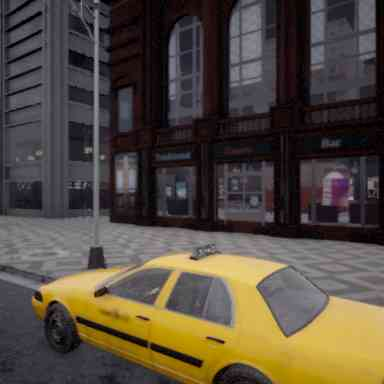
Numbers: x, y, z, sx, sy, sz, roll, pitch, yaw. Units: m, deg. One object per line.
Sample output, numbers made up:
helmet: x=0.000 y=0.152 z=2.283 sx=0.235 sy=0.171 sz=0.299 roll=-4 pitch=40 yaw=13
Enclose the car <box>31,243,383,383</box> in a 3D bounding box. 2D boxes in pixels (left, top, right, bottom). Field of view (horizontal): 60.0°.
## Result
car: x=-0.077 y=1.463 z=4.414 sx=5.366 sy=1.575 sz=1.801 roll=0 pitch=0 yaw=36
